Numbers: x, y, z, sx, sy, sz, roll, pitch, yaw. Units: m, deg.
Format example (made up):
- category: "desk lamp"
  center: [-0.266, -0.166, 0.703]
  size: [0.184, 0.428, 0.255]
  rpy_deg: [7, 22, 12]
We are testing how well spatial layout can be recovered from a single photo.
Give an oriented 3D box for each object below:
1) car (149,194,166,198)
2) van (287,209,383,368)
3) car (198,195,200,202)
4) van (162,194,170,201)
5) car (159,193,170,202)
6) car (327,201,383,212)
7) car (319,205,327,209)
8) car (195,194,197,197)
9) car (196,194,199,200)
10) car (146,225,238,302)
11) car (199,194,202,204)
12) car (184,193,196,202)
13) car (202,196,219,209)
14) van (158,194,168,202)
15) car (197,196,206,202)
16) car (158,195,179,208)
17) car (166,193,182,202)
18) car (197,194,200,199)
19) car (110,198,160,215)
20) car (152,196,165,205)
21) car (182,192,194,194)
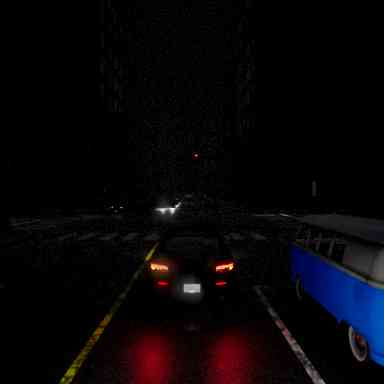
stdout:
- category: "car"
  center: [-6.025, 1.301, 55.594]
  size: [2.192, 1.841, 5.009]
  rpy_deg: [0, 0, -1]
- category: "van"
  center: [2.854, 1.341, 5.470]
  size: [1.690, 1.788, 3.998]
  rpy_deg: [0, 0, 0]
- category: "car"
  center: [2.500, 1.536, 55.710]
  size: [2.008, 1.369, 4.403]
  rpy_deg: [0, 0, -1]
- category: "van"
  center: [-6.400, 1.301, 83.220]
  size: [1.690, 1.788, 3.998]
  rpy_deg: [0, 0, -1]
- category: "car"
  center: [-6.327, 1.281, 77.696]
  size: [2.192, 1.841, 5.009]
  rpy_deg: [0, 0, -1]
- category: "car"
  center: [14.605, 1.517, 28.854]
  size: [4.674, 1.442, 1.812]
  rpy_deg: [0, 0, -3]
- category: "car"
  center: [14.420, 1.584, 32.105]
  size: [4.718, 1.301, 1.895]
  rpy_deg: [0, 0, 2]
- category: "car"
  center: [2.274, 1.522, 72.287]
  size: [2.008, 1.369, 4.403]
  rpy_deg: [0, 0, -1]
- category: "car"
  center: [2.349, 1.522, 66.762]
  size: [1.887, 1.381, 4.507]
  rpy_deg: [0, 0, -1]
- category: "car"
  center: [0.000, 1.525, 8.148]
  size: [1.812, 1.442, 4.674]
  rpy_deg: [0, 0, 0]
- category: "car"
  center: [2.575, 1.429, 50.185]
  size: [1.967, 1.590, 4.097]
  rpy_deg: [0, 0, -1]
- category: "car"
  center: [-0.610, 1.563, 74.216]
  size: [1.895, 1.301, 4.718]
  rpy_deg: [0, 0, -1]
- category: "car"
  center: [2.649, 1.517, 44.830]
  size: [1.752, 1.417, 4.829]
  rpy_deg: [0, 0, -1]
- category: "van"
  center: [-6.251, 1.313, 72.170]
  size: [1.690, 1.788, 3.998]
  rpy_deg: [0, 0, -1]
- category: "car"
  center: [2.198, 1.548, 77.812]
  size: [1.802, 1.307, 4.206]
  rpy_deg: [0, 0, -1]
- category: "car"
  center: [-3.331, 1.555, 46.889]
  size: [1.994, 1.385, 4.181]
  rpy_deg: [0, 0, -1]
- category: "car"
  center: [-3.495, 1.334, 60.894]
  size: [2.097, 1.767, 4.553]
  rpy_deg: [0, 0, 0]
- category: "car"
  center: [2.425, 1.547, 61.236]
  size: [1.947, 1.339, 4.313]
  rpy_deg: [0, 0, -1]
- category: "car"
  center: [-5.911, 1.585, 33.912]
  size: [1.895, 1.301, 4.718]
  rpy_deg: [0, 0, 40]
- category: "car"
  center: [-6.100, 1.533, 61.121]
  size: [2.008, 1.369, 4.403]
  rpy_deg: [0, 0, -1]
- category: "car"
  center: [-0.746, 1.078, 84.216]
  size: [2.150, 2.045, 5.566]
  rpy_deg: [0, 0, -1]
